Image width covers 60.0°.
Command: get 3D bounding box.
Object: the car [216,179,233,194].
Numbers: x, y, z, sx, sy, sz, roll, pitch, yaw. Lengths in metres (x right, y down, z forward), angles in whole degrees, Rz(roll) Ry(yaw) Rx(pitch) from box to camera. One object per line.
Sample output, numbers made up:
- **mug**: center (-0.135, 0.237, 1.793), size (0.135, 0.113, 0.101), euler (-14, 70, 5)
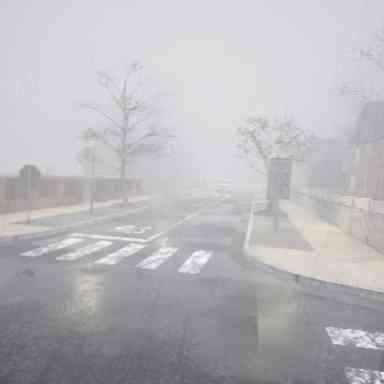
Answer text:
- **car**: center (5.053, -0.882, 50.787), size (2.150, 2.045, 5.566), euler (3, 3, 11)
